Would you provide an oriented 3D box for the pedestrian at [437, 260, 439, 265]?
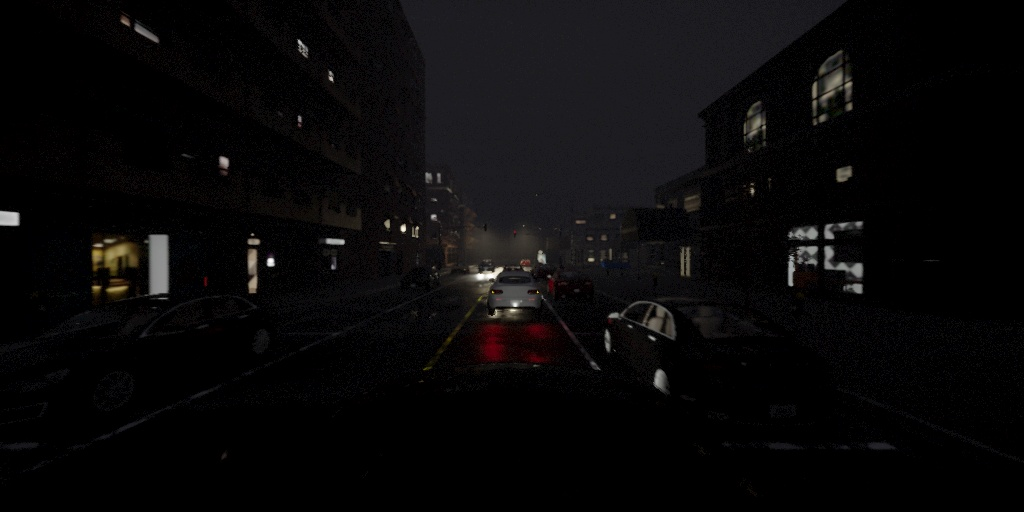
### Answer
[{"bbox_3d":[-12.626,0.882,61.805,0.375,1.860,0.375,0,0,0],"label":"pedestrian"}]

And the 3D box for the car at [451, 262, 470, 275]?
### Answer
[{"bbox_3d":[-5.688,1.307,39.752,1.751,1.417,4.829,0,0,0],"label":"car"}]

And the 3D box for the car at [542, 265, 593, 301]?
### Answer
[{"bbox_3d":[2.691,1.302,17.130,1.888,1.381,4.507,0,0,0],"label":"car"}]

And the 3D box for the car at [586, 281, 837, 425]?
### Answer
[{"bbox_3d":[2.691,1.302,5.738,2.007,1.370,4.403,0,0,0],"label":"car"}]

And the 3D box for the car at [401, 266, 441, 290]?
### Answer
[{"bbox_3d":[-5.689,1.328,22.833,1.948,1.339,4.313,0,0,0],"label":"car"}]

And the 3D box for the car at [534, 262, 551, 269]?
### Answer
[{"bbox_3d":[2.693,1.312,28.523,1.888,1.381,4.507,0,0,0],"label":"car"}]

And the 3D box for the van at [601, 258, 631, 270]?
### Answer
[{"bbox_3d":[14.660,1.202,50.686,3.998,1.789,1.690,0,0,0],"label":"van"}]

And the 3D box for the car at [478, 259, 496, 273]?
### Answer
[{"bbox_3d":[-3.004,1.279,43.294,2.128,1.511,4.902,0,0,0],"label":"car"}]

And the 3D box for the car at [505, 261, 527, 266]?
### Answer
[{"bbox_3d":[0.104,1.372,31.805,1.895,1.301,4.718,0,0,0],"label":"car"}]

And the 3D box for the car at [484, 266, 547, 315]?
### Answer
[{"bbox_3d":[0.102,1.281,13.562,1.812,1.442,4.674,0,0,0],"label":"car"}]

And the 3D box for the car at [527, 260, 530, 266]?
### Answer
[{"bbox_3d":[2.693,1.299,34.391,1.751,1.417,4.829,0,0,0],"label":"car"}]

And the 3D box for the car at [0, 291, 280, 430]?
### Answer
[{"bbox_3d":[-5.690,1.302,5.743,2.007,1.370,4.403,0,0,0],"label":"car"}]
